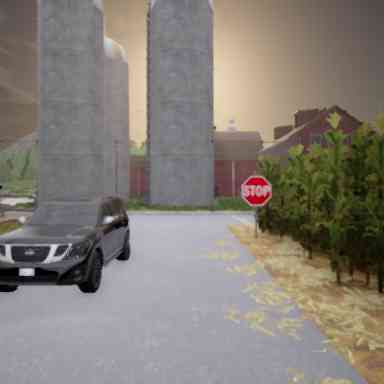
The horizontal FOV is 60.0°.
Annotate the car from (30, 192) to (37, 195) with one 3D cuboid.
[{"bbox_3d":[-37.190,0.768,80.138,3.866,1.878,1.905,0,0,0],"label":"car"}]

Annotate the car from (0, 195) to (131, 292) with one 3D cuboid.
[{"bbox_3d":[-3.145,1.170,9.165,2.150,2.045,5.566,0,0,1],"label":"car"}]
